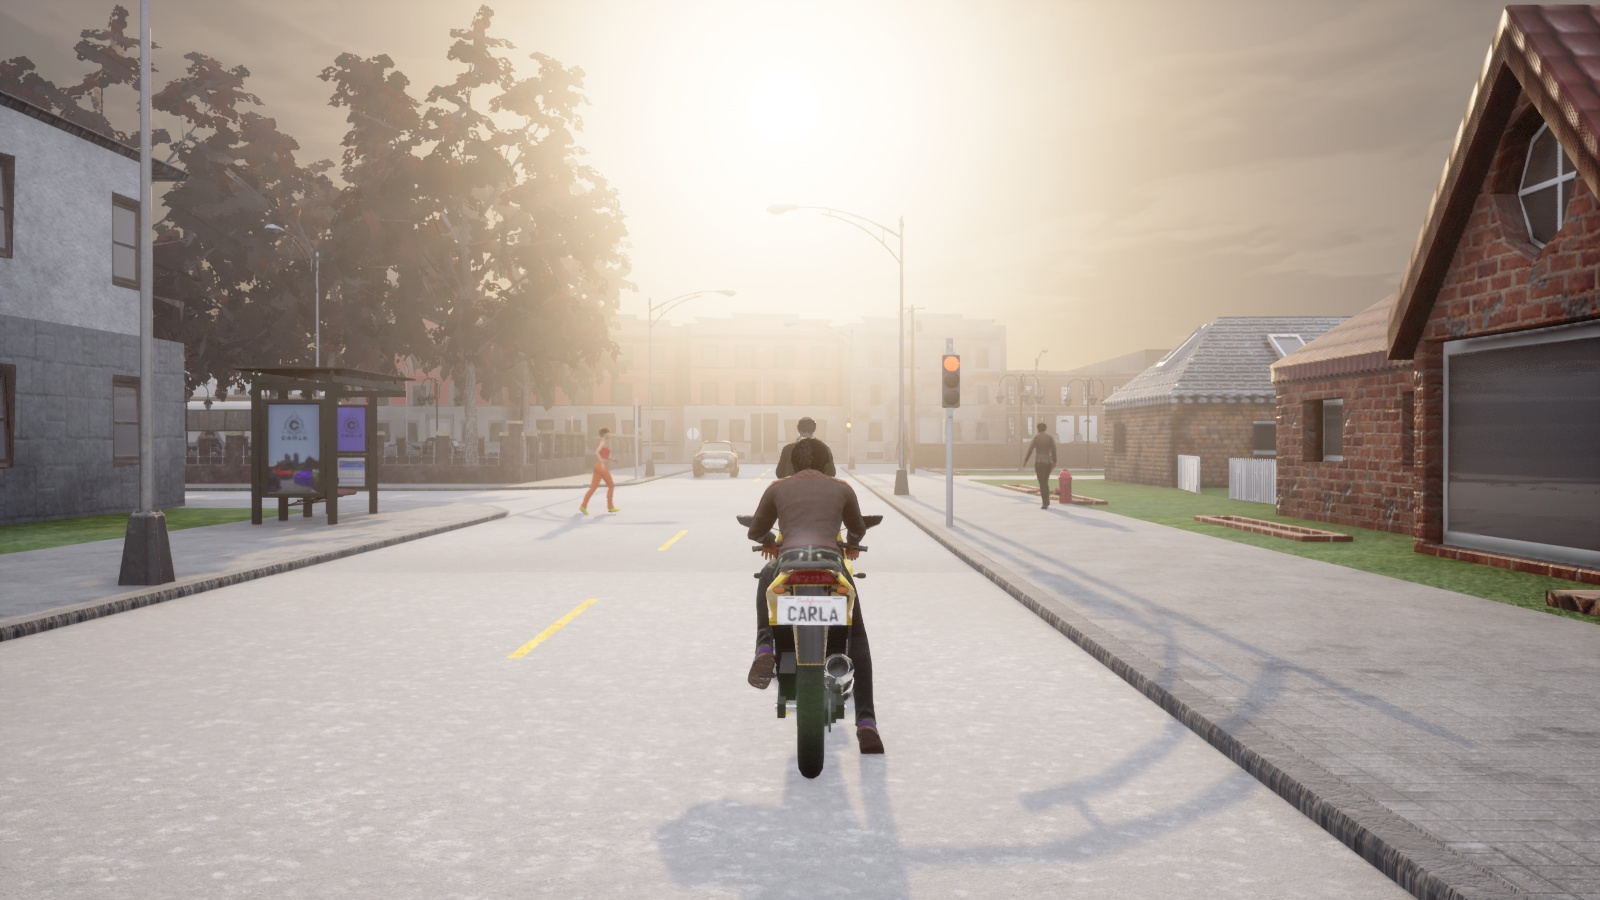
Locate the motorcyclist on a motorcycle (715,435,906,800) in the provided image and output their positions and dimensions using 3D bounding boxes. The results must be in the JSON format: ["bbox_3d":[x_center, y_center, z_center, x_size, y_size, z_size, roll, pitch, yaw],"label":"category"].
[{"bbox_3d":[0.049,0.693,6.256,0.797,1.523,2.044,0,0,0],"label":"motorcyclist on a motorcycle"}]

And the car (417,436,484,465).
[{"bbox_3d":[-22.915,0.058,82.453,3.866,1.878,1.905,0,0,1],"label":"car"}]

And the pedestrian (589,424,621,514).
[{"bbox_3d":[-4.057,0.389,26.103,0.594,1.836,0.345,0,0,-24],"label":"pedestrian"}]

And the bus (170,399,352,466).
[{"bbox_3d":[-35.270,-1.124,82.490,10.273,4.253,3.944,0,0,1],"label":"bus"}]

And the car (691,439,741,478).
[{"bbox_3d":[-3.748,0.354,56.532,2.033,1.649,4.856,0,0,-1],"label":"car"}]

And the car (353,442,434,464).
[{"bbox_3d":[-27.942,0.192,86.466,4.902,1.511,2.128,0,0,0],"label":"car"}]

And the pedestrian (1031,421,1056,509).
[{"bbox_3d":[5.077,0.312,26.238,0.328,1.805,0.869,0,0,-2],"label":"pedestrian"}]
